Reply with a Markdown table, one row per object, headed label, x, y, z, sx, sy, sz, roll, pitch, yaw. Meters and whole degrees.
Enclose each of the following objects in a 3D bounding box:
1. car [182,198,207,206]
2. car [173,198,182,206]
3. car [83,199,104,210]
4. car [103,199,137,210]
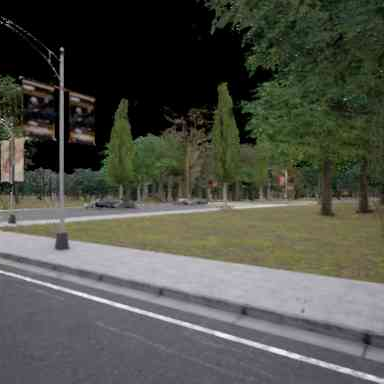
| label | x | y | z | sx | sy | sz | roll | pitch | yaw |
| --- | --- | --- | --- | --- | --- | --- | --- | --- | --- |
| car | 0.976 | 1.880 | 61.104 | 2.128 | 1.511 | 4.902 | 0 | -1 | 35 |
| car | -1.685 | 1.895 | 62.970 | 1.812 | 1.442 | 4.674 | 0 | -1 | 35 |
| car | -13.038 | 1.699 | 46.924 | 2.128 | 1.511 | 4.902 | 0 | 0 | 35 |
| car | -9.647 | 1.778 | 46.098 | 1.994 | 1.385 | 4.181 | 0 | 0 | 35 |
